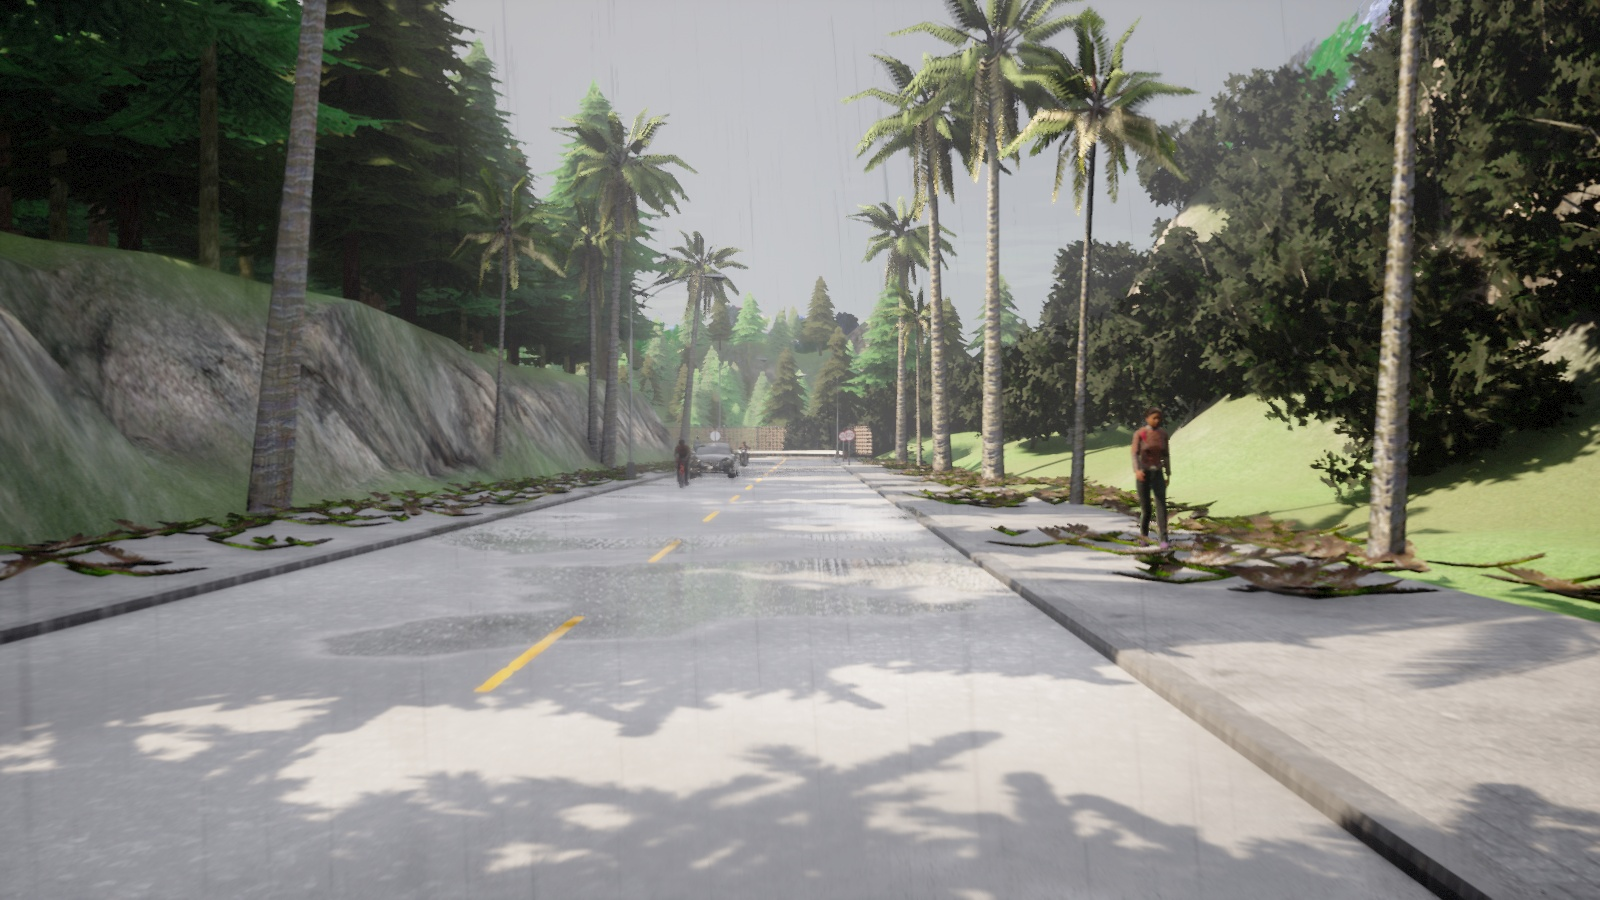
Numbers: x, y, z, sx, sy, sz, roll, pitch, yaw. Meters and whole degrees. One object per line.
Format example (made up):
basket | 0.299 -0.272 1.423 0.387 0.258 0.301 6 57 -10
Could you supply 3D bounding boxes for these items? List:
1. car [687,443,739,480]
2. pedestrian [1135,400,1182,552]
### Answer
car | -3.644 0.448 53.351 1.837 1.490 4.892 0 0 0
pedestrian | 4.385 0.308 15.392 0.328 1.805 0.869 0 0 1
